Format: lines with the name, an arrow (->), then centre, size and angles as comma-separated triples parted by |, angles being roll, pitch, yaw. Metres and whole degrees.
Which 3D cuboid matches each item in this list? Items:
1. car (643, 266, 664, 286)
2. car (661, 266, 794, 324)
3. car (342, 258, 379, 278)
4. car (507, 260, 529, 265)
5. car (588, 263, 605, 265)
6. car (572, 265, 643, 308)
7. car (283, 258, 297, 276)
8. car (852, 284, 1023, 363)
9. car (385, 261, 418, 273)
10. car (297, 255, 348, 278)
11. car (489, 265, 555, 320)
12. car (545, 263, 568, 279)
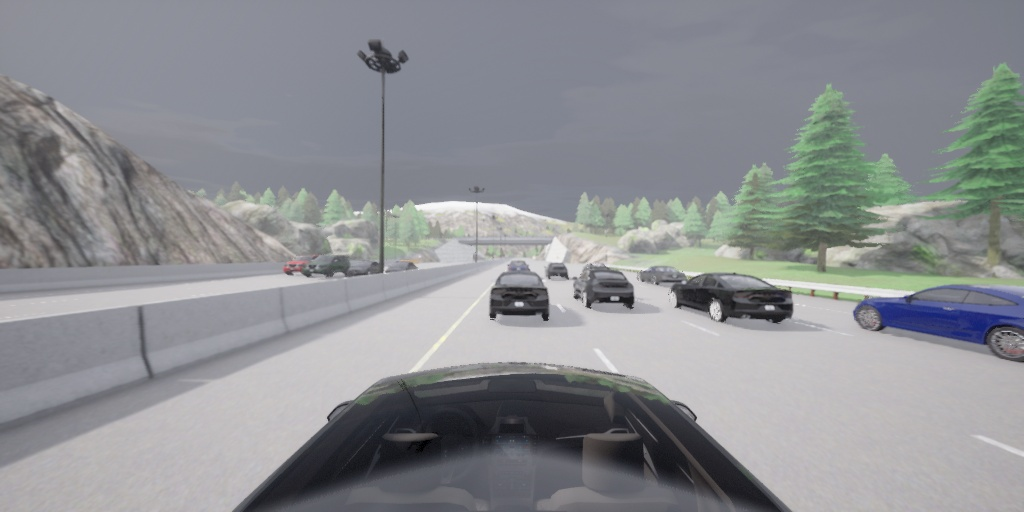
car -> 10.970, 1.425, 26.588 | 2.033, 1.411, 5.357 | 0, 0, 1
car -> 7.244, 1.300, 12.491 | 1.882, 1.535, 5.008 | 0, 0, 1
car -> -13.573, 1.227, 33.510 | 1.837, 1.490, 4.892 | 0, -1, 1
car -> 0.579, 1.171, 33.575 | 2.097, 1.767, 4.553 | 0, 0, 1
car -> 7.566, 1.358, 32.652 | 2.128, 1.511, 4.902 | 0, 0, 1
car -> 3.793, 1.309, 15.482 | 1.837, 1.490, 4.892 | 0, 0, 1
car -> -20.502, 0.904, 36.271 | 2.150, 2.045, 5.566 | 0, -1, 1
car -> 10.672, 1.364, 8.304 | 1.812, 1.442, 4.674 | 0, 0, 1
car -> -10.082, 1.251, 33.106 | 1.837, 1.490, 4.892 | 0, -1, 1
car -> -17.074, 0.920, 33.441 | 2.150, 2.045, 5.566 | 0, 0, 1
car -> 0.250, 1.252, 12.853 | 1.882, 1.535, 5.008 | 0, 0, 1
car -> 4.075, 1.348, 33.334 | 1.837, 1.490, 4.892 | 0, 0, 1
